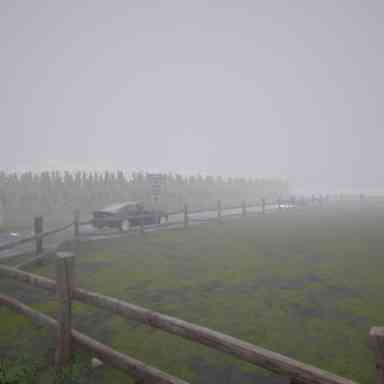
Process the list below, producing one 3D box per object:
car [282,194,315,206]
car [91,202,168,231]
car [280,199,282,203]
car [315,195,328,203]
[{"bbox_3d":[13.983,1.065,43.432,2.128,1.511,4.902,-1,0,36],"label":"car"},{"bbox_3d":[-3.407,1.318,19.085,1.882,1.535,5.008,-1,0,35],"label":"car"},{"bbox_3d":[14.749,1.174,49.333,1.895,1.301,4.718,-1,0,35],"label":"car"},{"bbox_3d":[19.924,1.083,51.863,1.895,1.301,4.718,-1,0,35],"label":"car"}]
